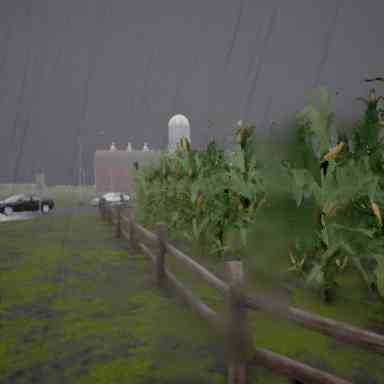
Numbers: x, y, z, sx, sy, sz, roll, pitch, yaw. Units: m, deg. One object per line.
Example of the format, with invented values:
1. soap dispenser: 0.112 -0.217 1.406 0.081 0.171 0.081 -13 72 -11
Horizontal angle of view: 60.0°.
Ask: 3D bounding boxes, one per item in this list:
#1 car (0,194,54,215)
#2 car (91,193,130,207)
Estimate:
1. car: -13.567 0.947 26.627 1.882 1.535 5.008 0 1 31
2. car: -8.539 0.814 35.212 1.812 1.442 4.674 0 1 29
